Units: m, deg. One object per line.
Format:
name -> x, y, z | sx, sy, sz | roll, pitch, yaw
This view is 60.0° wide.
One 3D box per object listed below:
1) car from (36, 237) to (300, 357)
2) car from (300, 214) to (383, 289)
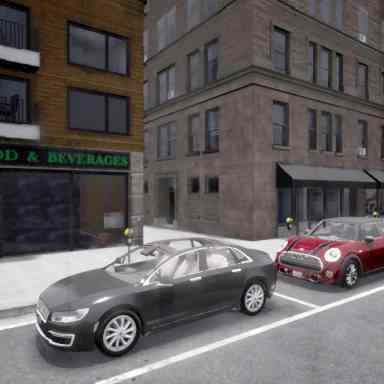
car -> -0.357, 1.551, 5.924 | 4.403, 1.369, 2.008 | 0, 0, -35
car -> 4.146, 1.442, 9.115 | 4.097, 1.590, 1.967 | 0, 0, -35
